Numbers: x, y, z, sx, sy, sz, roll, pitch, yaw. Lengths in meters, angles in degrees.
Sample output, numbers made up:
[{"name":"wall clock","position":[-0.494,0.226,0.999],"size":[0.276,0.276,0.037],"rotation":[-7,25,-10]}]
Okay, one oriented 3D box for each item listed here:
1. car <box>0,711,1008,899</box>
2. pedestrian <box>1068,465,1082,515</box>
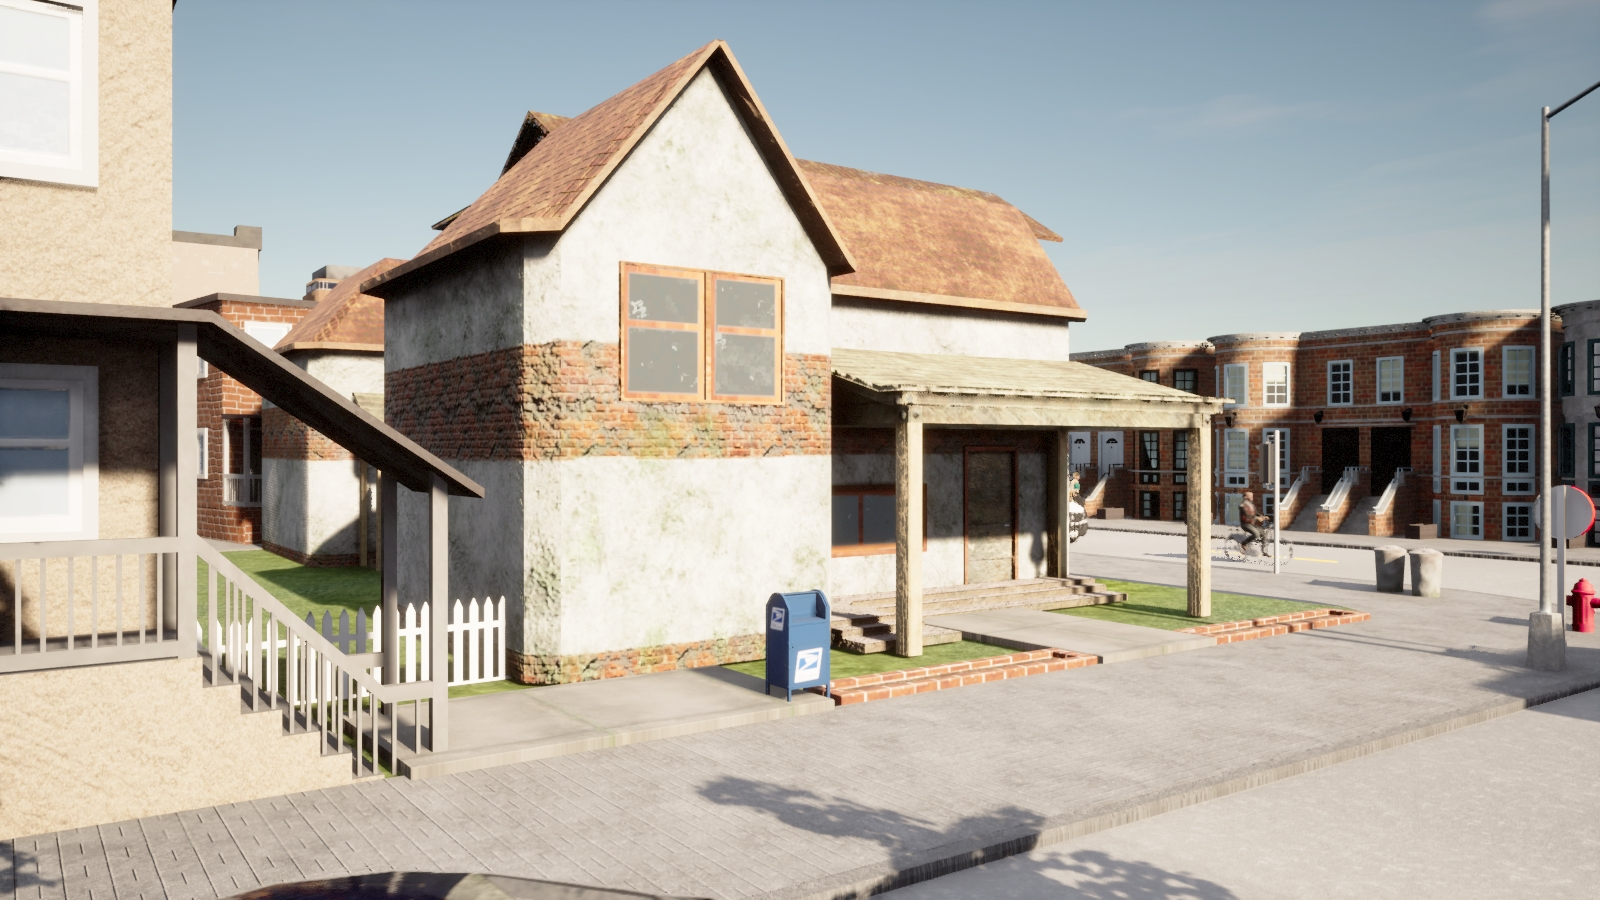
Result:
[{"name":"car","position":[-1.618,1.898,3.264],"size":[4.181,1.385,1.994],"rotation":[0,0,-35]},{"name":"pedestrian","position":[10.456,1.511,43.438],"size":[0.375,1.860,0.375],"rotation":[0,0,39]}]
